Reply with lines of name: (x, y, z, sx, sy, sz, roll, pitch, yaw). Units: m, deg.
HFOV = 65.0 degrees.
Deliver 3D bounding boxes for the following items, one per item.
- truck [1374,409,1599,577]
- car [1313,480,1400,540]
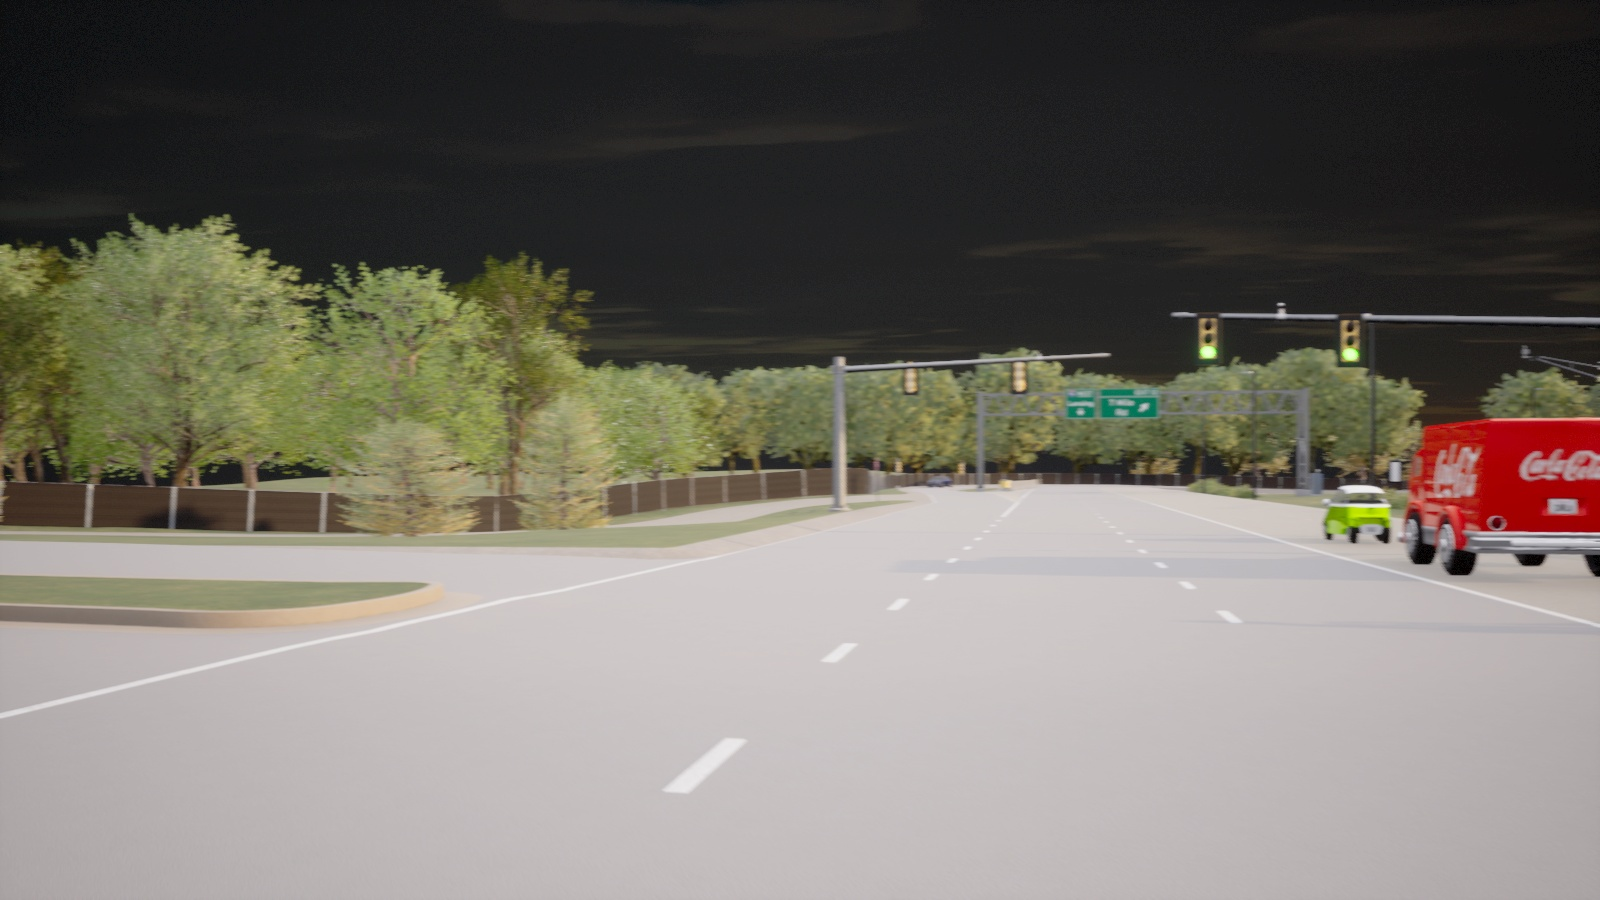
truck: (11.693, 0.696, 21.034, 2.627, 2.467, 5.204, -1, -1, 11)
car: (13.635, 1.445, 30.852, 1.481, 1.376, 2.207, -1, 0, 11)
